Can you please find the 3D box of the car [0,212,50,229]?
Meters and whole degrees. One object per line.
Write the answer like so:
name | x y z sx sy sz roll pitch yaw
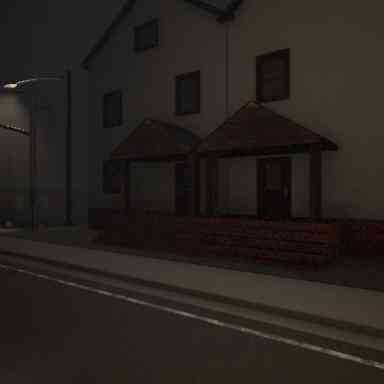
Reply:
car | -15.308 2.594 29.933 1.837 1.490 4.892 0 -9 36
